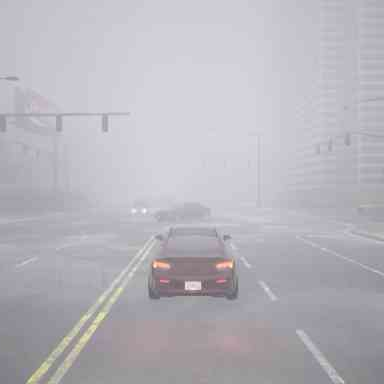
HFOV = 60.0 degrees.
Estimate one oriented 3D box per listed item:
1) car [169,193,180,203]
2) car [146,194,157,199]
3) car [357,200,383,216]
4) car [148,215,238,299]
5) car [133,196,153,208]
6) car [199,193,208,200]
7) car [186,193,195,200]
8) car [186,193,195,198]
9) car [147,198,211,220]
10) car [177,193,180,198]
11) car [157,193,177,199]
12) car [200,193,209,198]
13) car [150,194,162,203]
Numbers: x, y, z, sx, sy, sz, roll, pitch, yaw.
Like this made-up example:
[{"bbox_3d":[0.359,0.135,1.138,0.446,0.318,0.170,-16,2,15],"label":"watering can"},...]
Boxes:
[{"bbox_3d":[-3.826,1.225,72.066,2.150,2.045,5.566,0,0,0],"label":"car"},{"bbox_3d":[-7.341,1.525,57.029,1.812,1.442,4.674,0,0,0],"label":"car"},{"bbox_3d":[18.307,1.477,31.605,5.008,1.535,1.882,0,0,-1],"label":"car"},{"bbox_3d":[0.028,1.526,8.307,1.812,1.442,4.674,0,0,0],"label":"car"},{"bbox_3d":[-7.307,1.601,48.203,1.895,1.301,4.718,0,0,0],"label":"car"},{"bbox_3d":[3.098,1.184,88.404,2.097,1.767,4.553,0,0,0],"label":"car"},{"bbox_3d":[-0.402,1.184,88.388,2.097,1.767,4.553,0,0,0],"label":"car"},{"bbox_3d":[-0.356,1.584,78.483,1.895,1.301,4.718,0,0,0],"label":"car"},{"bbox_3d":[-0.661,1.477,25.255,1.882,1.535,5.008,-1,-1,43],"label":"car"},{"bbox_3d":[-3.841,1.218,61.634,2.150,2.045,5.566,0,0,0],"label":"car"},{"bbox_3d":[-3.859,1.221,51.280,2.150,2.045,5.566,0,0,-4],"label":"car"},{"bbox_3d":[3.146,1.515,78.116,2.128,1.511,4.902,0,0,0],"label":"car"},{"bbox_3d":[-7.319,1.352,68.284,2.097,1.767,4.553,0,0,0],"label":"car"}]
